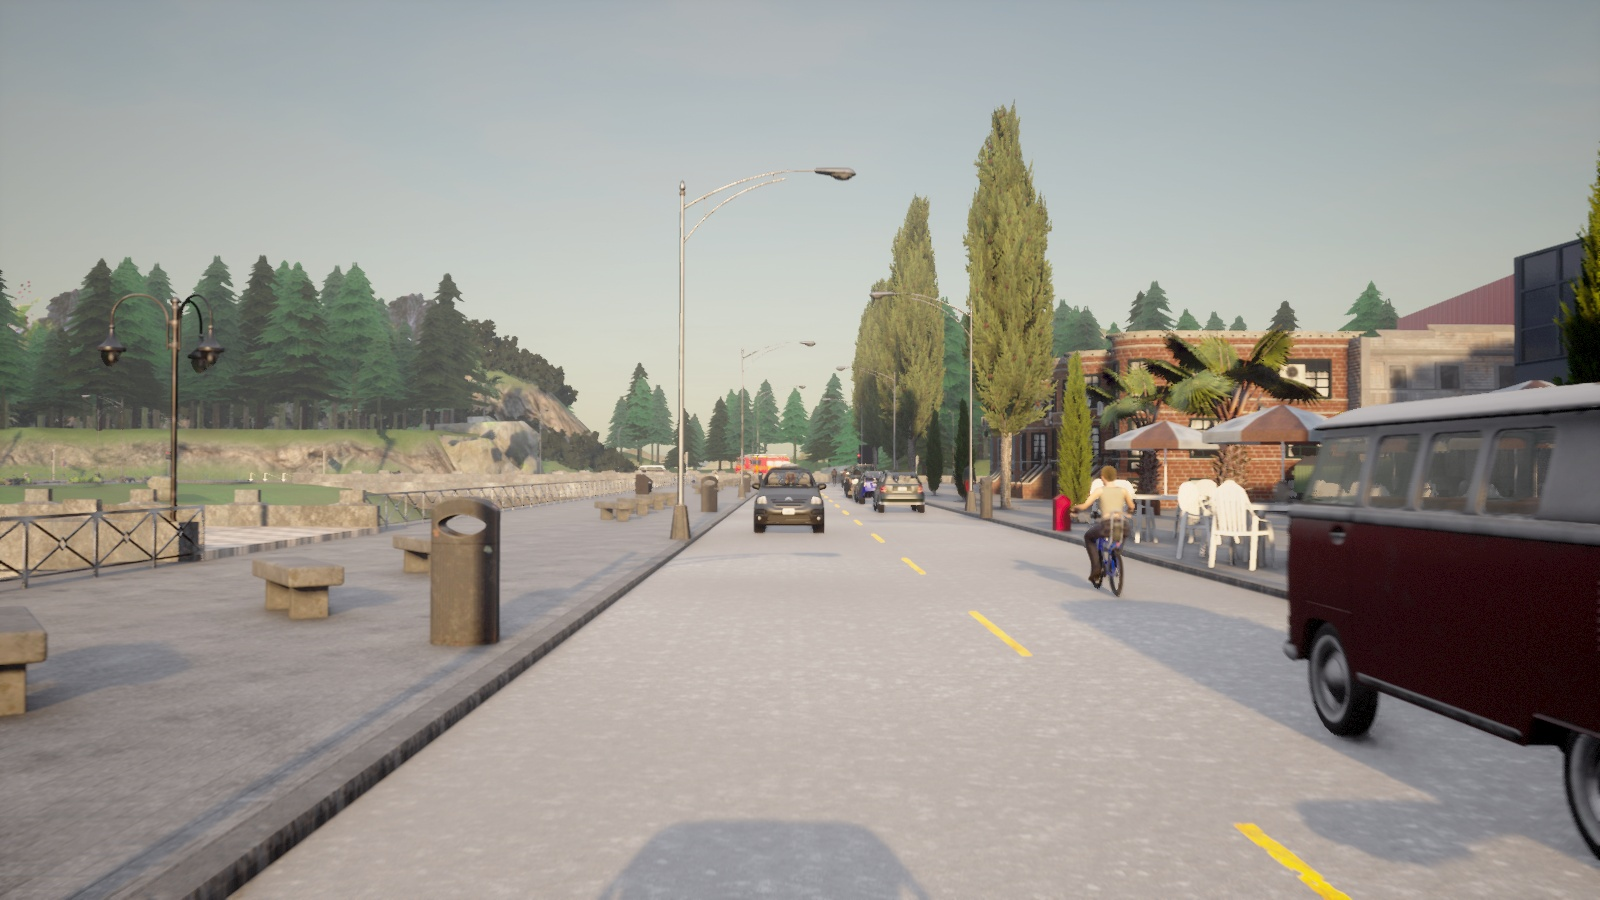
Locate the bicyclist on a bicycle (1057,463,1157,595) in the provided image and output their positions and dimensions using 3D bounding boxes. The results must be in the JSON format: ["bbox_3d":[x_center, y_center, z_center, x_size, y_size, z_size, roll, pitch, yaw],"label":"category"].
[{"bbox_3d":[3.894,0.977,16.052,0.866,1.612,1.509,0,-1,-1],"label":"bicyclist on a bicycle"}]

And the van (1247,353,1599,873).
[{"bbox_3d":[3.934,0.644,6.285,1.775,1.987,4.442,0,-1,0],"label":"van"}]

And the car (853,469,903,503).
[{"bbox_3d":[3.544,1.622,57.778,2.007,1.525,4.514,0,-1,0],"label":"car"}]

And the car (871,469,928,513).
[{"bbox_3d":[3.630,1.482,46.540,1.789,1.549,3.705,0,-1,0],"label":"car"}]

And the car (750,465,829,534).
[{"bbox_3d":[-0.255,1.189,31.463,1.851,1.617,3.988,0,-1,0],"label":"car"}]

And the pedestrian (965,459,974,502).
[{"bbox_3d":[7.264,1.304,53.744,0.353,1.847,0.614,0,-1,11],"label":"pedestrian"}]

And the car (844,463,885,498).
[{"bbox_3d":[3.466,1.647,68.078,1.932,1.855,4.605,0,-1,0],"label":"car"}]
